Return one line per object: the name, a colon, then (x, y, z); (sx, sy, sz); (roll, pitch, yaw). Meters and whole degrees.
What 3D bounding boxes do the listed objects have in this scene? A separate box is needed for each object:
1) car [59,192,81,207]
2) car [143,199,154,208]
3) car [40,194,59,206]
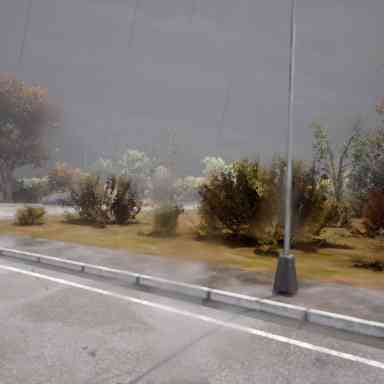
car: (-14.966, 1.069, 45.481); (2.150, 2.045, 5.566); (2, -2, 20)
car: (-8.851, 2.019, 62.290); (2.097, 1.767, 4.553); (2, -2, 20)
car: (-18.568, 1.054, 45.805); (2.097, 1.767, 4.553); (2, -2, 20)
